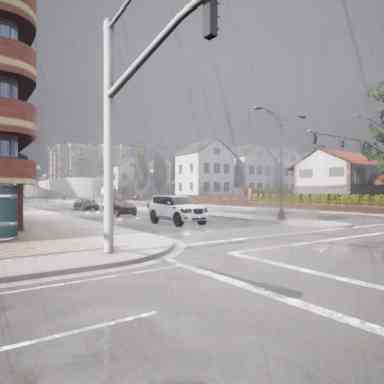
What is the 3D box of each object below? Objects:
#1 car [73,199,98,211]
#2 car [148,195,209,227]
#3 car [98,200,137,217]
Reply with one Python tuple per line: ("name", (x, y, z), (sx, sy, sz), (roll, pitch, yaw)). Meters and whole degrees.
("car", (-13.047, 1.547, 40.786), (2.033, 1.411, 5.357), (0, 0, -35))
("car", (-1.094, 1.221, 23.488), (2.150, 2.045, 5.566), (0, 0, -35))
("car", (-7.002, 1.475, 32.027), (1.882, 1.535, 5.008), (0, 0, -34))
